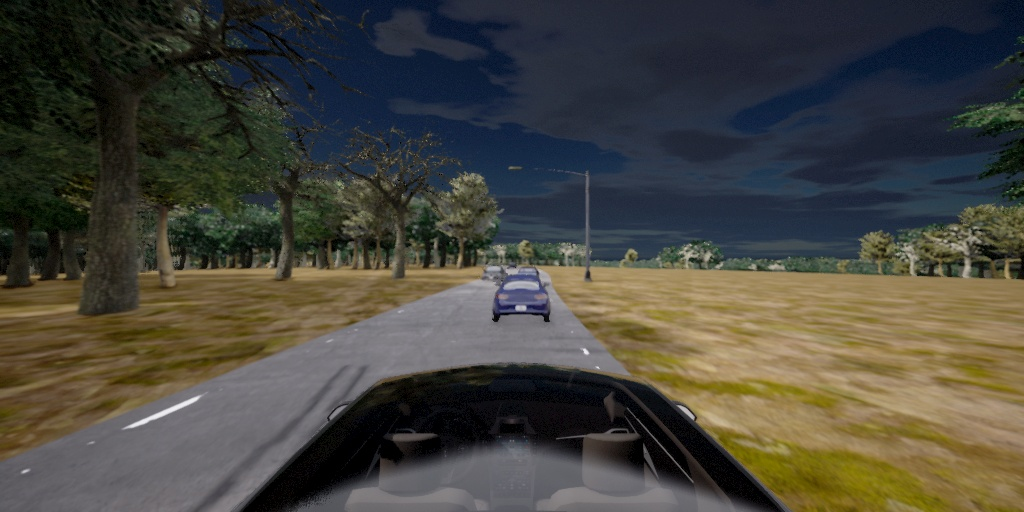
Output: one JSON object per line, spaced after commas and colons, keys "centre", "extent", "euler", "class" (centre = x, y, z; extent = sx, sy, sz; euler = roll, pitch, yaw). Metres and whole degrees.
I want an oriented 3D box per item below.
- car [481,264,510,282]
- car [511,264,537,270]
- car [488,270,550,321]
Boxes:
{"centre": [-1.567, 1.592, 32.665], "extent": [1.812, 1.442, 4.674], "euler": [0, -1, 5], "class": "car"}
{"centre": [1.355, 1.583, 29.366], "extent": [2.033, 1.411, 5.357], "euler": [0, -1, 5], "class": "car"}
{"centre": [0.356, 1.392, 12.853], "extent": [1.812, 1.442, 4.674], "euler": [0, -1, 2], "class": "car"}
